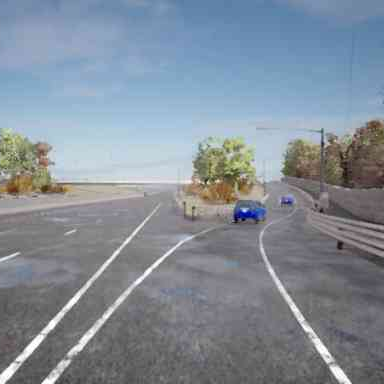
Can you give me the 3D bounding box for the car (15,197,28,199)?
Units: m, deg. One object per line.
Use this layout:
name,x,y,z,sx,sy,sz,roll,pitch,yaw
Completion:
car,-28.158,1.427,54.649,1.895,1.301,4.718,0,0,-3

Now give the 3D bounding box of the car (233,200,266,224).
car,5.176,1.699,29.393,2.150,2.045,5.566,0,-1,20

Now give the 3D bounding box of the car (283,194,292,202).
car,21.534,1.389,74.890,1.812,1.442,4.674,1,4,15

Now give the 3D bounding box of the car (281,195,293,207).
car,18.514,1.682,64.871,2.150,2.045,5.566,1,2,17

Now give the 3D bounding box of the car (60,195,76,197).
car,-25.605,1.311,70.454,1.837,1.490,4.892,0,0,-4

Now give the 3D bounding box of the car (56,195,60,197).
car,-29.107,1.307,70.380,2.128,1.511,4.902,0,0,-4

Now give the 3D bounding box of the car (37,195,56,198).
car,-24.676,1.374,54.824,1.812,1.442,4.674,0,0,-3
